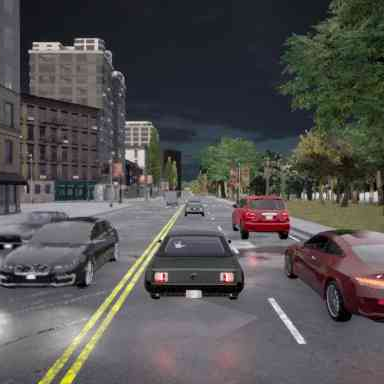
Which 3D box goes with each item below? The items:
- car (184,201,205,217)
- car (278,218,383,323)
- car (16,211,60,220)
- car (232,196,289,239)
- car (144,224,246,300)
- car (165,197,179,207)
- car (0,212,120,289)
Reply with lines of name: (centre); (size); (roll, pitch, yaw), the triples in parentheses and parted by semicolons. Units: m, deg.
car: (0.218, 1.533, 31.427); (2.033, 1.411, 5.357); (0, 0, 0)
car: (3.374, 1.524, 7.092); (1.812, 1.442, 4.674); (0, 0, 1)
car: (-6.546, 1.543, 14.513); (2.033, 1.411, 5.357); (0, 0, 0)
car: (3.406, 1.216, 17.269); (2.150, 2.045, 5.566); (0, 0, 0)
car: (0.073, 1.599, 8.374); (1.895, 1.301, 4.718); (0, 0, 1)
car: (-3.058, 1.511, 52.154); (1.837, 1.490, 4.892); (0, 0, 0)
car: (-3.318, 1.502, 9.300); (1.837, 1.490, 4.892); (0, 0, 0)
